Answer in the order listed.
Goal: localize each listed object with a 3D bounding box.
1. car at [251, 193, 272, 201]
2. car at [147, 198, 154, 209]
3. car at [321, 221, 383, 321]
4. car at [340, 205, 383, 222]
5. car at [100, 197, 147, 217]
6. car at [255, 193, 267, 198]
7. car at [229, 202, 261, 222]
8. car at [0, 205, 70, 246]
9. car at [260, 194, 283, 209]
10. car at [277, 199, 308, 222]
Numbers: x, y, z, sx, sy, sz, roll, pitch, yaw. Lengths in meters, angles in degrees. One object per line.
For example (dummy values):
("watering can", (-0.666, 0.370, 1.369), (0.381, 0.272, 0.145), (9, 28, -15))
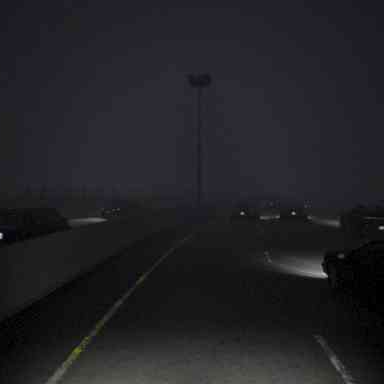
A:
("car", (13.747, 0.887, 65.637), (1.882, 1.535, 5.008), (0, 0, 40))
("car", (-6.262, 1.298, 38.677), (1.882, 1.535, 5.008), (0, 0, 22))
("car", (3.930, 1.533, 5.730), (2.033, 1.411, 5.357), (0, 0, 4))
("car", (9.338, 1.439, 17.824), (2.128, 1.511, 4.902), (0, 0, 12))
("car", (-6.029, 1.368, 28.751), (1.837, 1.490, 4.892), (0, 0, 17))
("car", (12.099, 1.332, 57.815), (2.033, 1.411, 5.357), (0, 0, 36))
("car", (4.093, 1.467, 25.271), (1.994, 1.385, 4.181), (0, 0, 16))
("car", (-6.131, 1.288, 11.487), (2.097, 1.767, 4.553), (0, 0, 8))
("car", (10.436, 1.354, 41.193), (2.163, 1.488, 4.792), (0, 0, 26))
("car", (7.713, 1.476, 25.214), (1.994, 1.385, 4.181), (0, 0, 17))
